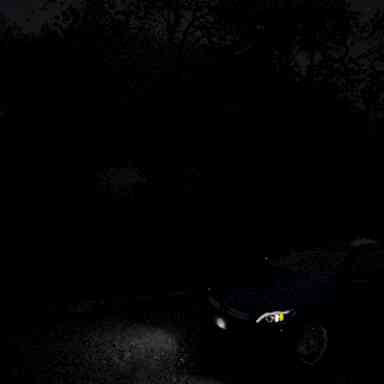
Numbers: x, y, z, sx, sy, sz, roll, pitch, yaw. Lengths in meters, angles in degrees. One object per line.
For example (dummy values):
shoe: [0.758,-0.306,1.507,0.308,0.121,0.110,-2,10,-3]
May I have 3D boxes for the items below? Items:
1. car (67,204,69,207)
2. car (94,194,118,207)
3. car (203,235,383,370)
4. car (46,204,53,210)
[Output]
car: [-16.101,1.534,41.856,1.946,1.575,5.366,0,0,-36]
car: [-11.585,1.266,45.368,2.435,2.045,5.566,0,0,-36]
car: [2.399,1.535,5.769,4.674,1.442,1.812,0,0,-31]
car: [-18.262,1.553,40.303,1.946,1.575,5.366,-1,0,-36]
